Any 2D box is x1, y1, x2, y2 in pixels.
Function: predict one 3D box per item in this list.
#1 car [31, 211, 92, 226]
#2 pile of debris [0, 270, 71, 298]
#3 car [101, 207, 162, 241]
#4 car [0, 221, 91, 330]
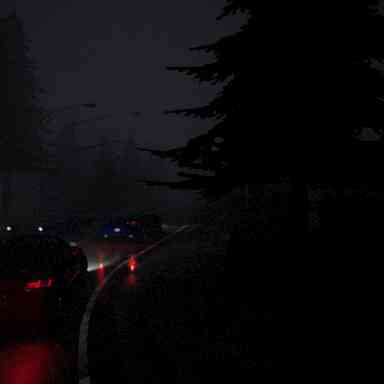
[{"bbox_3d":[-6.671,1.623,15.990,1.895,1.301,4.718,0,0,8],"label":"car"},{"bbox_3d":[-3.956,2.185,8.018,1.500,0.140,1.860,0,0,-4],"label":"pile of debris"},{"bbox_3d":[-2.879,1.496,16.856,1.882,1.535,5.008,0,0,8],"label":"car"},{"bbox_3d":[-3.470,1.568,6.968,1.994,1.385,4.181,0,0,-11],"label":"car"}]
